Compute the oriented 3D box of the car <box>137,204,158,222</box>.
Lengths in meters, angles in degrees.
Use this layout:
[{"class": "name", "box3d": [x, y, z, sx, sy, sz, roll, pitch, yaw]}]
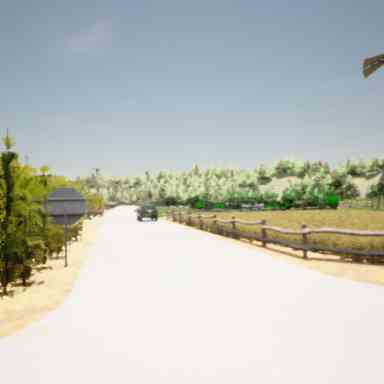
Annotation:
[{"class": "car", "box3d": [-5.479, 2.497, 40.719, 2.150, 2.045, 5.566, -1, -2, -14]}]
